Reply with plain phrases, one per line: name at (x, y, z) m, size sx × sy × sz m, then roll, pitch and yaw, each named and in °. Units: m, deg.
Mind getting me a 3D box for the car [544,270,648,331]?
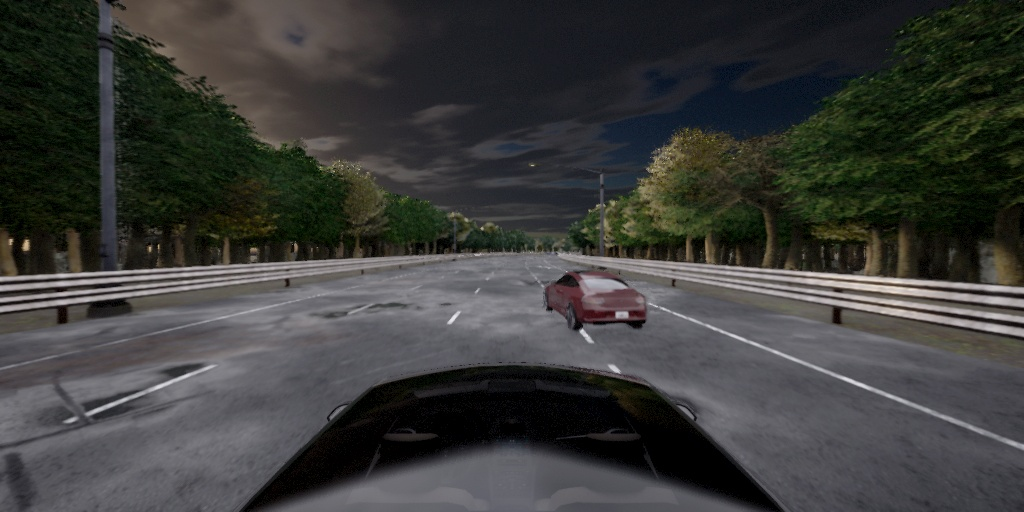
car at (2.213, 1.140, 10.465) m, size 1.812 × 1.442 × 4.674 m, roll 0°, pitch 1°, yaw -7°
